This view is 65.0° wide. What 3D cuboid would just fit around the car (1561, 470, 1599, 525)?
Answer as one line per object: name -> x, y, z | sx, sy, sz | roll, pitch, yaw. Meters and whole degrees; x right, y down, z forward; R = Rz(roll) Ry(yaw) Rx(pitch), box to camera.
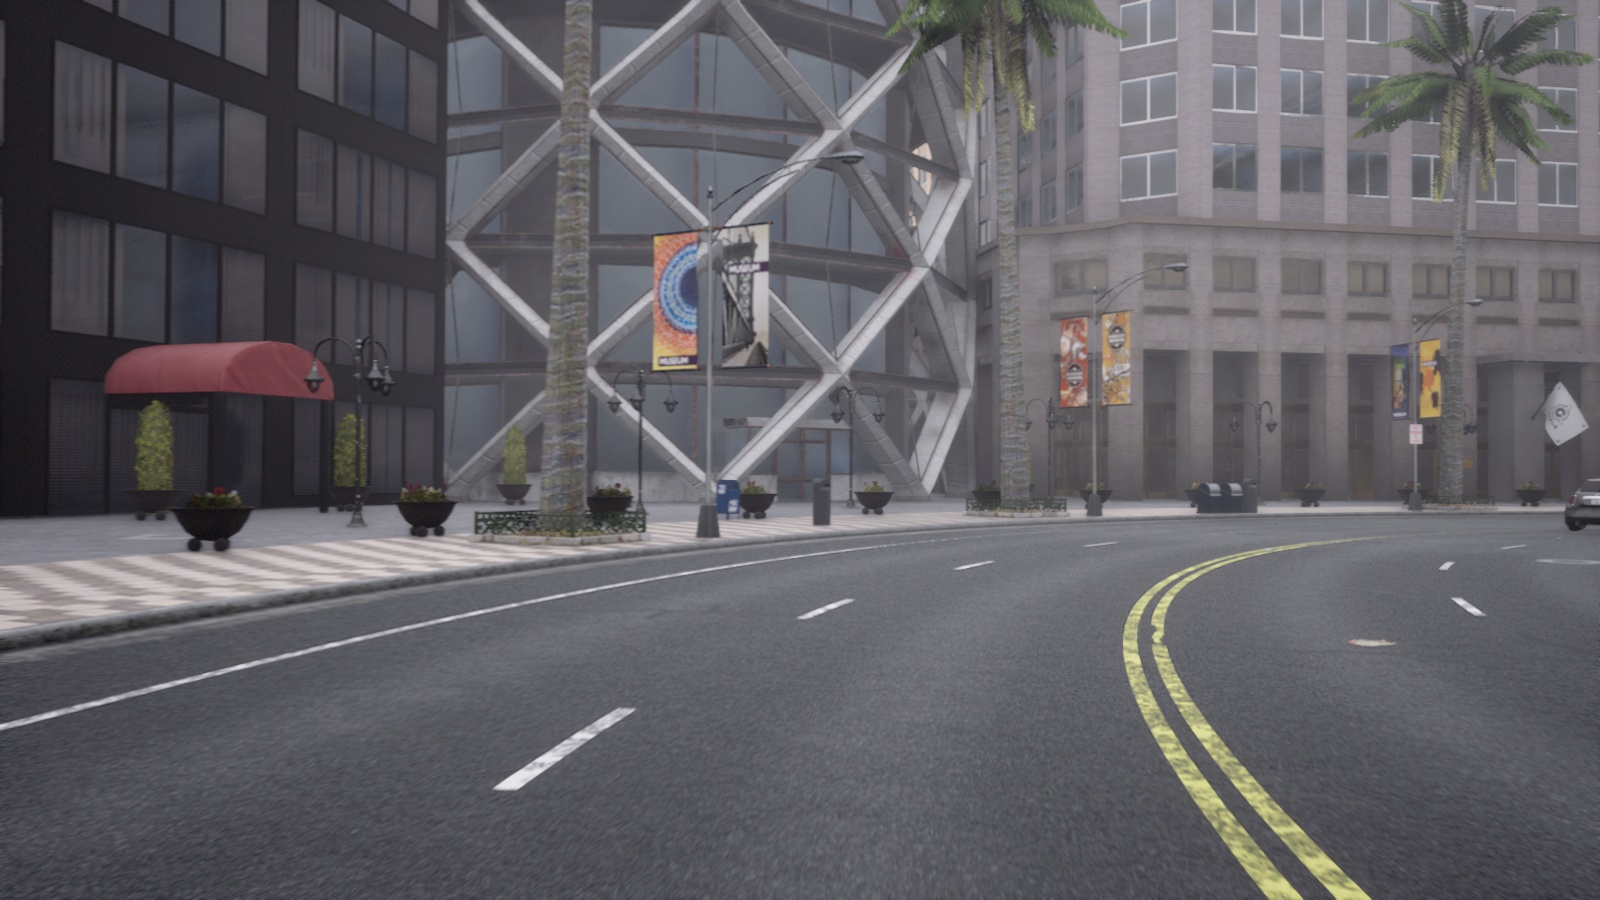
car -> 23.279, 1.295, 34.929 | 3.806, 1.475, 1.970 | 0, -1, -29
